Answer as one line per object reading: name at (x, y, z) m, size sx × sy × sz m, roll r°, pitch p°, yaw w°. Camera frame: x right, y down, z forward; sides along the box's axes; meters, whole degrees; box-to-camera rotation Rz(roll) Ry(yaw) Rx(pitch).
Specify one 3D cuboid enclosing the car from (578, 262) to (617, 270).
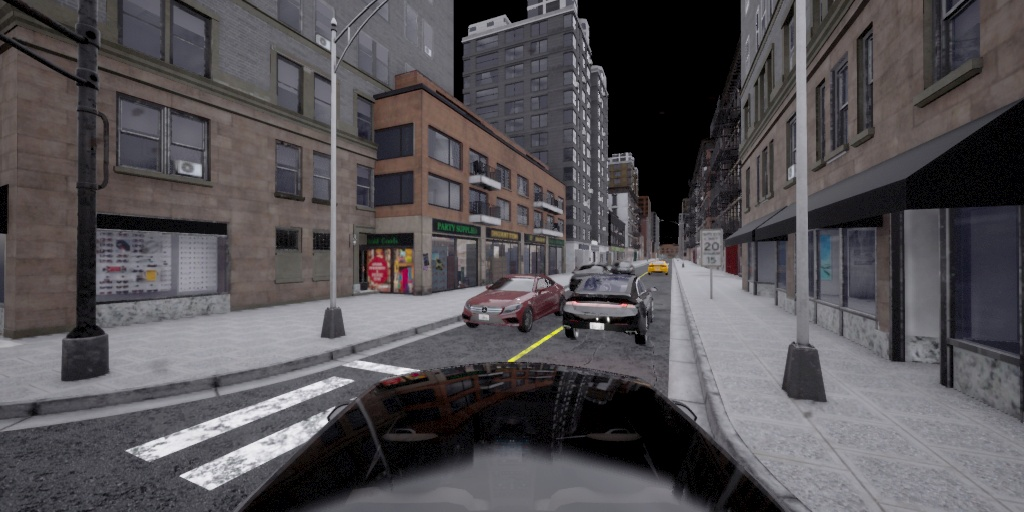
car at (4.732, 1.270, 21.062) m, size 1.837 × 1.490 × 4.892 m, roll 0°, pitch 0°, yaw 24°

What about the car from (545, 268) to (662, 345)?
car at (2.754, 1.245, 9.663) m, size 2.128 × 1.511 × 4.902 m, roll 0°, pitch 0°, yaw 24°

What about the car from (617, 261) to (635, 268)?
car at (10.447, 1.240, 33.796) m, size 1.882 × 1.535 × 5.008 m, roll 0°, pitch 1°, yaw 24°

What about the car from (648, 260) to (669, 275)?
car at (15.913, 1.226, 38.932) m, size 1.882 × 1.535 × 5.008 m, roll 0°, pitch 0°, yaw 24°

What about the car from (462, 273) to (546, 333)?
car at (0.304, 1.288, 11.169) m, size 1.812 × 1.442 × 4.674 m, roll 0°, pitch 0°, yaw 26°
